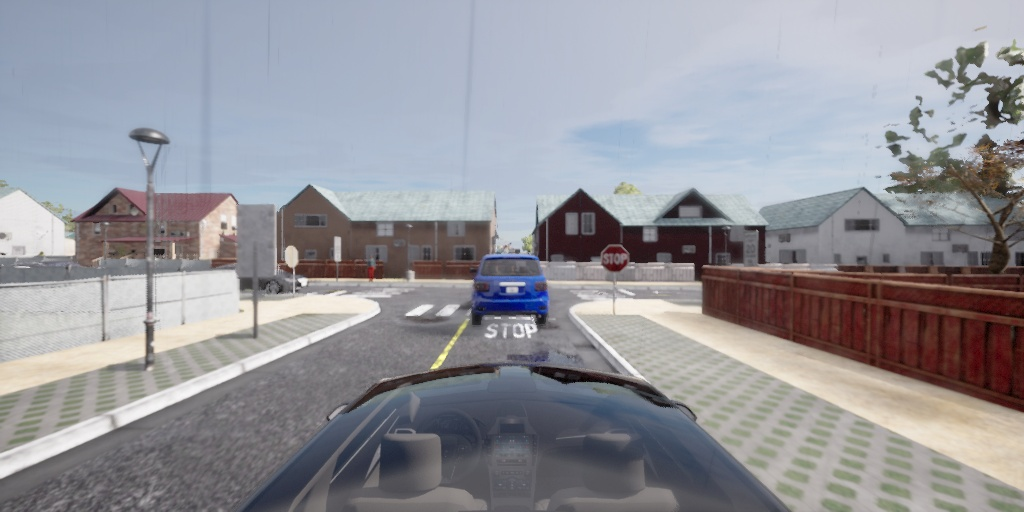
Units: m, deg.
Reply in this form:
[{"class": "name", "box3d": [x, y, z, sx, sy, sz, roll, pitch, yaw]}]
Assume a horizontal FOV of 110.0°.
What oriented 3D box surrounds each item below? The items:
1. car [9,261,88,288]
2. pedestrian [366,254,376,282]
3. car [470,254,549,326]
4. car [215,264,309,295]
[{"class": "car", "box3d": [-23.265, 1.018, 18.252, 4.902, 1.511, 2.128, 1, 0, 1]}, {"class": "pedestrian", "box3d": [-9.362, 0.799, 23.808, 0.375, 1.860, 0.375, 0, 0, 1]}, {"class": "car", "box3d": [-0.206, 0.967, 11.850, 2.150, 2.045, 5.566, 0, 0, -5]}, {"class": "car", "box3d": [-12.862, 1.124, 18.023, 4.902, 1.511, 2.128, 1, 0, 1]}]
